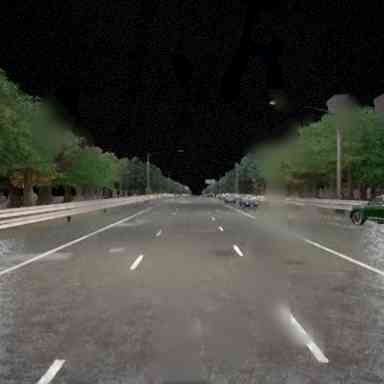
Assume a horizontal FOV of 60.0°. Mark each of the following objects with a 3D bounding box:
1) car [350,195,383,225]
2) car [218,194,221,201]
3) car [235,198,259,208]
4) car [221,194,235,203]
[{"bbox_3d":[12.509,1.175,20.699,2.150,2.045,5.566,0,0,-18],"label":"car"},{"bbox_3d":[7.011,1.259,75.796,2.128,1.511,4.902,0,0,0],"label":"car"},{"bbox_3d":[7.381,1.450,44.043,1.895,1.301,4.718,0,0,-3],"label":"car"},{"bbox_3d":[6.910,1.338,61.118,1.994,1.385,4.181,0,0,1],"label":"car"}]
